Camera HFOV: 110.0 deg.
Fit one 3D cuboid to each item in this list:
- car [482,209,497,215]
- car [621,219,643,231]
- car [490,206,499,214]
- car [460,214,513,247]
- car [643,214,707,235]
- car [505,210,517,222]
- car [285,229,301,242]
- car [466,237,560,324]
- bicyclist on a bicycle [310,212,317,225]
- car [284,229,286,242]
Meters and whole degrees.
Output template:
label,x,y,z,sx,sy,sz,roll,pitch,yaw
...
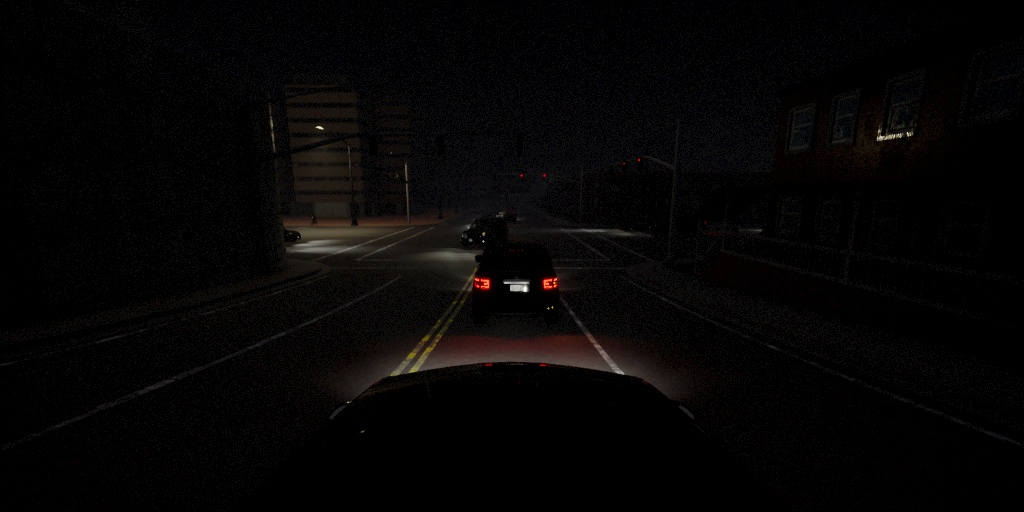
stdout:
label,x,y,z,sx,sy,sz,roll,pitch,yaw
car,-3.721,-5.875,54.102,1.895,1.301,4.718,0,10,0
car,14.758,-3.492,40.173,4.718,1.301,1.895,0,10,0
car,-3.717,-7.442,62.849,1.812,1.442,4.674,0,10,0
car,-2.099,-1.934,28.740,2.150,2.045,5.566,3,10,20
car,16.878,-3.275,36.646,5.566,2.045,2.150,0,10,0
car,-0.271,-5.795,53.642,1.895,1.301,4.718,0,10,3
car,-20.103,-1.803,29.611,4.892,1.490,1.837,0,10,0
car,0.064,0.603,10.723,2.150,2.045,5.566,0,4,-1
bicyclist on a bicycle,-25.372,-4.780,45.837,0.582,1.620,1.656,0,10,0
car,-19.909,-1.229,26.166,4.902,1.511,2.128,0,10,0
